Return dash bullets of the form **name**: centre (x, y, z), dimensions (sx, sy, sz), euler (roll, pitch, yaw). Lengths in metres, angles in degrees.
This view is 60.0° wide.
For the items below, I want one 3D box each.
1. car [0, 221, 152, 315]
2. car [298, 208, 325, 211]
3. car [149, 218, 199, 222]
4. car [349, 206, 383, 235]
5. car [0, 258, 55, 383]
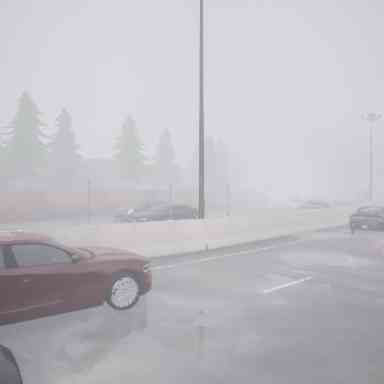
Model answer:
- **car**: centre (-3.109, 1.478, 6.024), dimensions (5.008, 1.535, 1.882), euler (0, 0, -37)
- **car**: centre (11.225, 1.491, 30.568), dimensions (2.128, 1.511, 4.902), euler (0, 0, 36)
- **car**: centre (-1.655, 1.507, 21.274), dimensions (4.892, 1.490, 1.837), euler (1, 0, -44)
- **car**: centre (10.103, 1.490, 18.028), dimensions (2.128, 1.511, 4.902), euler (0, 0, 43)
- **car**: centre (-3.421, 1.505, 1.473), dimensions (4.892, 1.490, 1.837), euler (0, 0, -35)
